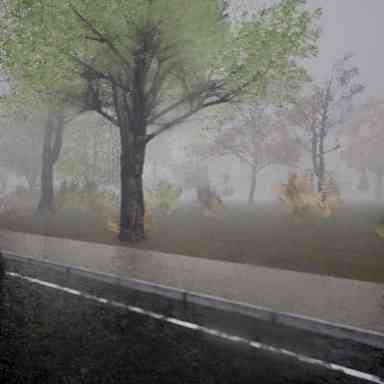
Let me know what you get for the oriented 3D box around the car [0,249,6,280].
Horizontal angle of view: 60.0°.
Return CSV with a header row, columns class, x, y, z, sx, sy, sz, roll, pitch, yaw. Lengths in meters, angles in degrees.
class,x,y,z,sx,sy,sz,roll,pitch,yaw
car,-6.497,1.534,8.309,4.181,1.385,1.994,0,0,35
